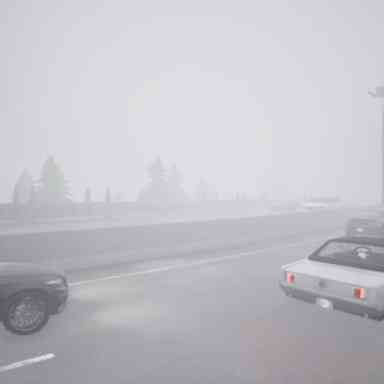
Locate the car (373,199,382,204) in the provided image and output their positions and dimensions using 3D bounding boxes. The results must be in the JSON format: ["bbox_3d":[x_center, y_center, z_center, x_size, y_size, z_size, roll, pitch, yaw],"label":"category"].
[{"bbox_3d":[38.101,2.115,66.748,2.097,1.767,4.553,0,-3,44],"label":"car"}]

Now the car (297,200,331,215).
[{"bbox_3d":[13.345,1.653,36.258,1.812,1.442,4.674,0,0,44],"label":"car"}]

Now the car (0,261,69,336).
[{"bbox_3d":[-4.368,1.553,5.090,4.674,1.442,1.812,0,0,-35],"label":"car"}]

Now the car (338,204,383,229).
[{"bbox_3d":[9.387,1.569,16.945,4.674,1.442,1.812,0,0,-45],"label":"car"}]

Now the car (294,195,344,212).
[{"bbox_3d":[11.536,1.321,29.363,2.150,2.045,5.566,0,-1,44],"label":"car"}]

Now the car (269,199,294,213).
[{"bbox_3d":[10.870,1.624,38.731,1.882,1.535,5.008,0,0,44],"label":"car"}]

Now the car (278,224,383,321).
[{"bbox_3d":[3.970,1.617,7.114,4.718,1.301,1.895,0,0,-40],"label":"car"}]
